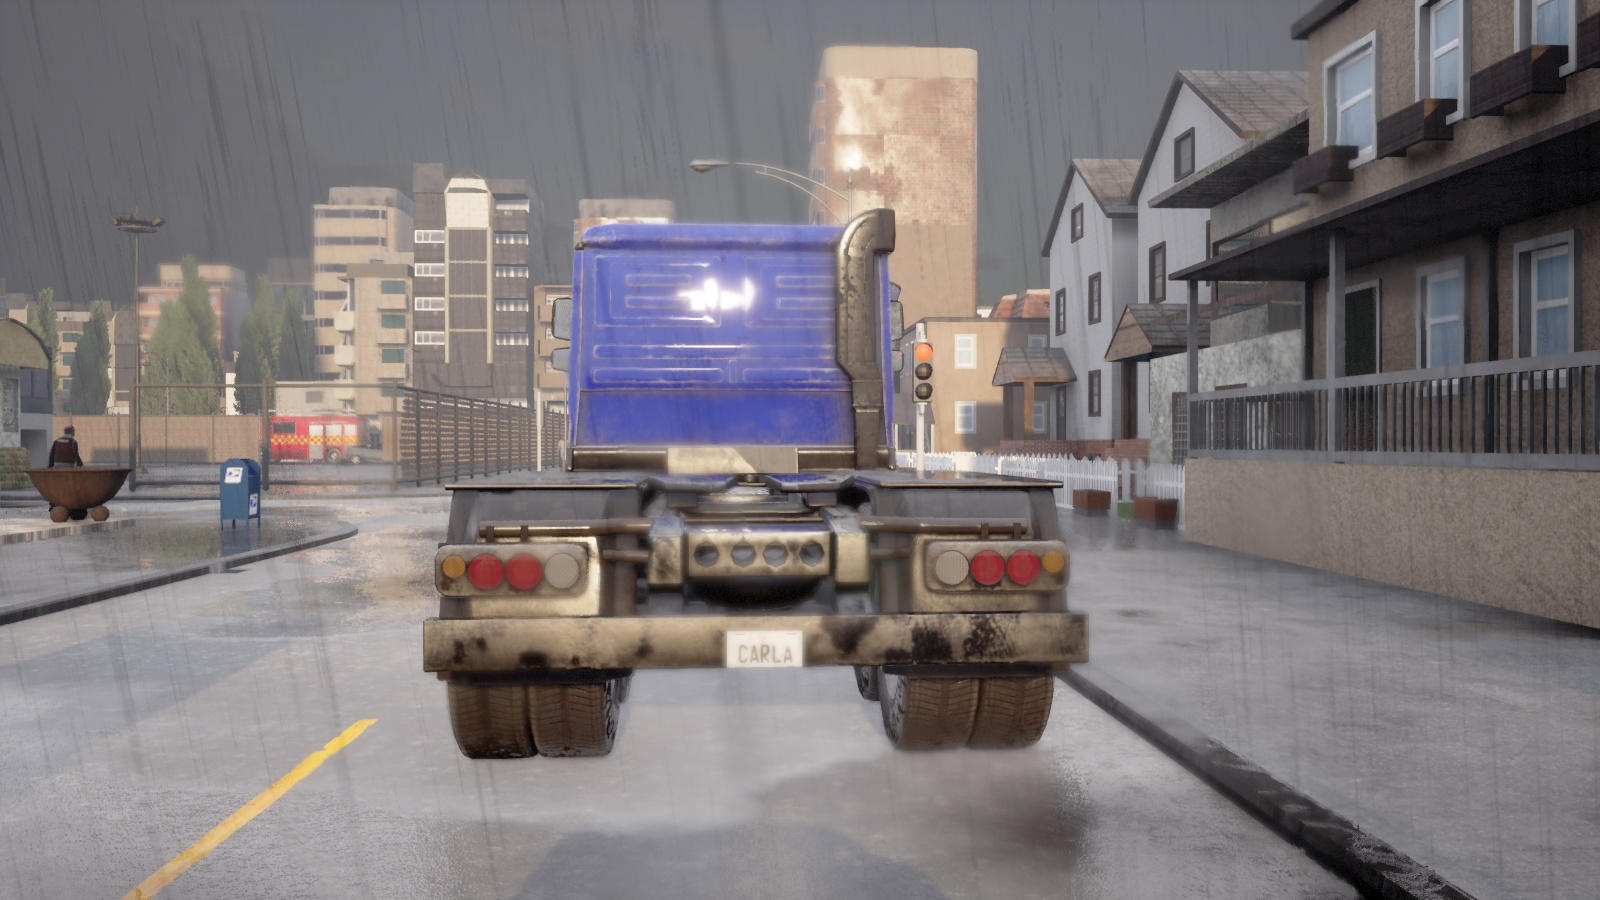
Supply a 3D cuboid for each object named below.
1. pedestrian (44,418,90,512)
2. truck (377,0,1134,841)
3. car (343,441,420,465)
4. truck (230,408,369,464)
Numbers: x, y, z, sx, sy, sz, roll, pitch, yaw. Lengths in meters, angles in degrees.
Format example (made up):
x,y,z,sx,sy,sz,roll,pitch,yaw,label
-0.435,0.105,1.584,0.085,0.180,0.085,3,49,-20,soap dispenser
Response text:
x,y,z,sx,sy,sz,roll,pitch,yaw,label
-14.652,0.299,25.108,0.376,1.854,0.720,0,0,16,pedestrian
-0.432,-0.285,8.765,2.891,3.462,7.936,0,0,-4,truck
-27.921,0.197,83.916,4.514,1.525,2.007,0,0,-3,car
-34.798,-0.940,87.533,8.468,3.827,2.891,0,0,-3,truck
